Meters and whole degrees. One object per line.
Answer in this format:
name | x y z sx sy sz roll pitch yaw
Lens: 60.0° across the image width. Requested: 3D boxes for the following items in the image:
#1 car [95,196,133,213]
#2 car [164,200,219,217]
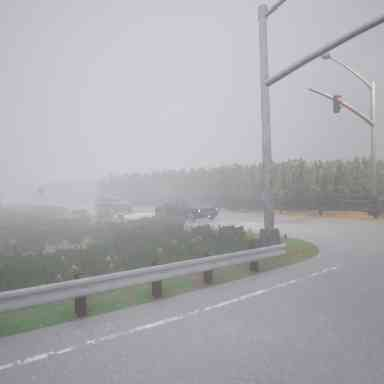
car | -7.072 1.129 29.795 1.837 1.490 4.892 -3 2 -40
car | -0.406 1.185 21.994 1.895 1.301 4.718 -3 2 -41
